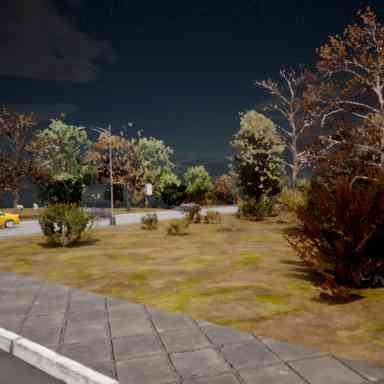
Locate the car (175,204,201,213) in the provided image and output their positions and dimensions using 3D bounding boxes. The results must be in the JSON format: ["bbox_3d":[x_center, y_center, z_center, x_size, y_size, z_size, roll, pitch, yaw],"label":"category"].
[{"bbox_3d":[-0.521,2.583,53.729,2.033,1.411,5.357,-3,-2,32],"label":"car"}]

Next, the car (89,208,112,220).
[{"bbox_3d":[-11.175,2.464,36.812,2.033,1.411,5.357,-3,-2,32],"label":"car"}]

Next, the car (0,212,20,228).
[{"bbox_3d":[-17.073,2.369,27.674,1.882,1.535,5.008,-3,-2,33],"label":"car"}]
